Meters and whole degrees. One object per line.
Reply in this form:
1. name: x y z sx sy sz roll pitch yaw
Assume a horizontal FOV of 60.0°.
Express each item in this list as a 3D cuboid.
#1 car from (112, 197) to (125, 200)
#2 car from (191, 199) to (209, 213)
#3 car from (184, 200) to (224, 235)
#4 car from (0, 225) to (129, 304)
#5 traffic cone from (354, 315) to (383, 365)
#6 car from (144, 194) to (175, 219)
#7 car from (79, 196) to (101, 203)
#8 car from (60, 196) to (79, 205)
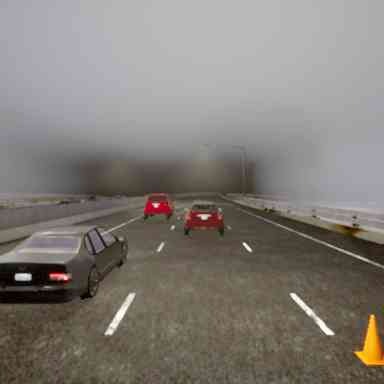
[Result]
1. car: -12.827 1.496 59.350 1.895 1.301 4.718 0 0 2
2. car: 0.870 1.546 37.179 1.895 1.301 4.718 0 0 1
3. car: 0.638 1.326 18.931 2.097 1.767 4.553 0 0 1
4. car: -2.945 1.534 8.336 2.033 1.411 5.357 0 0 0
5. traffic cone: 2.434 1.951 4.482 0.340 0.580 0.340 0 0 0
6. car: -2.755 1.179 28.541 2.150 2.045 5.566 0 0 1
7. car: -16.445 1.427 54.902 1.812 1.442 4.674 0 0 2
8. car: -19.935 1.447 54.989 2.033 1.411 5.357 0 0 2
